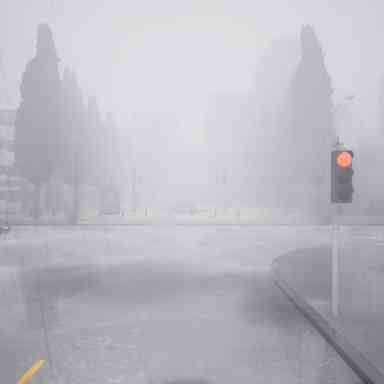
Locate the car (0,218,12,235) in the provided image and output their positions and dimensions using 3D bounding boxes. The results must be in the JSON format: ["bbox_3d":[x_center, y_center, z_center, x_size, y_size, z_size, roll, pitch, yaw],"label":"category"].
[{"bbox_3d":[-11.405,1.504,16.123,4.892,1.490,1.837,0,0,0],"label":"car"}]
